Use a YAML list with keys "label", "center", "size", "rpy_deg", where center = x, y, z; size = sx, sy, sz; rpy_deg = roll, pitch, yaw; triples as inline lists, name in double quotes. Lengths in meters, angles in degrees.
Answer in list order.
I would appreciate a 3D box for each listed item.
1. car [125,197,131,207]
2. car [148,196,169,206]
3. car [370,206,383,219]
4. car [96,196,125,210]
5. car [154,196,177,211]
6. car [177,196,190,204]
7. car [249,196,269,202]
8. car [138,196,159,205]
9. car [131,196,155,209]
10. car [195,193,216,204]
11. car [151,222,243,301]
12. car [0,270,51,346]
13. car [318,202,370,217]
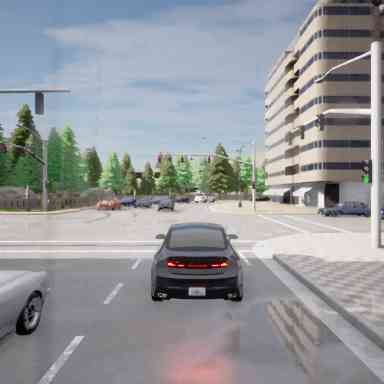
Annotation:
- label: "car"
  center: [-9.864, 1.478, 51.029]
  size: [1.882, 1.535, 5.008]
  rpy_deg: [0, 0, 7]
- label: "car"
  center: [-5.630, 1.478, 55.848]
  size: [1.882, 1.535, 5.008]
  rpy_deg: [0, 0, 14]
- label: "car"
  center: [17.703, 1.581, 27.439]
  size: [4.674, 1.442, 1.812]
  rpy_deg: [0, 0, 0]
- label: "car"
  center: [-10.396, 1.352, 41.818]
  size: [2.097, 1.767, 4.553]
  rpy_deg: [0, 0, 2]
- label: "car"
  center: [-3.143, 1.547, 40.764]
  size: [2.033, 1.411, 5.357]
  rpy_deg: [0, 0, -3]
- label: "car"
  center: [-2.197, 1.478, 65.331]
  size: [1.882, 1.535, 5.008]
  rpy_deg: [0, 0, 28]
- label: "car"
  center: [15.199, 1.595, 74.726]
  size: [4.718, 1.301, 1.895]
  rpy_deg: [0, 0, -33]
- label: "car"
  center: [-7.821, 1.505, 60.748]
  size: [1.837, 1.490, 4.892]
  rpy_deg: [0, 0, 19]
- label: "car"
  center: [-6.739, 1.564, 46.042]
  size: [1.994, 1.385, 4.181]
  rpy_deg: [0, 0, 0]
- label: "car"
  center: [2.697, 1.221, 66.636]
  size: [2.150, 2.045, 5.566]
  rpy_deg: [0, 0, 32]
- label: "car"
  center: [0.117, 1.505, 8.282]
  size: [1.837, 1.490, 4.892]
  rpy_deg: [0, 0, 1]
- label: "car"
  center: [-3.426, 1.601, 3.762]
  size: [1.895, 1.301, 4.718]
  rpy_deg: [0, 0, 0]
- label: "car"
  center: [14.607, 1.603, 30.949]
  size: [5.357, 1.411, 2.033]
  rpy_deg: [0, 0, 0]
